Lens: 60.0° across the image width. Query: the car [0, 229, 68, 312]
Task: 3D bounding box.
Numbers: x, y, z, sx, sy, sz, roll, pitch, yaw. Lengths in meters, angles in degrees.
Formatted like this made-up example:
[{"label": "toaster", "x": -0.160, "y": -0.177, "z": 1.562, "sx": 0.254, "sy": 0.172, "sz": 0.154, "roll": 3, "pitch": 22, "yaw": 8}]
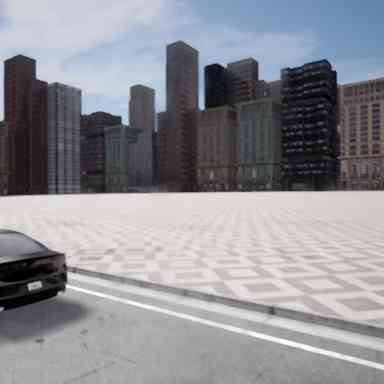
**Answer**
[{"label": "car", "x": -4.853, "y": 1.570, "z": 7.445, "sx": 5.008, "sy": 1.535, "sz": 1.882, "roll": -1, "pitch": 0, "yaw": 35}]
